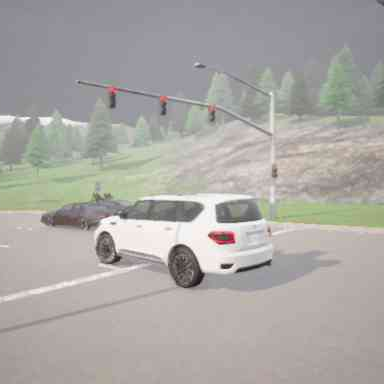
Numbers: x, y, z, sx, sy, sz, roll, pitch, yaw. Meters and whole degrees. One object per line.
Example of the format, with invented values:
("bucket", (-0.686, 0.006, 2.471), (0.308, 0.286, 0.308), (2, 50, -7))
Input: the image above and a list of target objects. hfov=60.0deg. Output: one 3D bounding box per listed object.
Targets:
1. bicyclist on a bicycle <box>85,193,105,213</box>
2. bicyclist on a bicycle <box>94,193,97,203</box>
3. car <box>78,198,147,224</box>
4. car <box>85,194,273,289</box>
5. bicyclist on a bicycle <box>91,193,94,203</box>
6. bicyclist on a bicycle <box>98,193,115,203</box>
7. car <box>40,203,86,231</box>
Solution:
("bicyclist on a bicycle", (-8.420, 0.914, 29.018), (0.582, 1.620, 1.656), (0, 1, 31))
("bicyclist on a bicycle", (-7.281, 0.908, 28.319), (0.582, 1.620, 1.656), (0, 1, 32))
("car", (-5.341, 1.212, 22.142), (4.674, 1.442, 1.812), (0, 1, 34))
("car", (-0.512, 1.066, 9.074), (2.150, 2.045, 5.566), (-1, 1, -44))
("bicyclist on a bicycle", (-8.039, 0.912, 28.786), (0.582, 1.620, 1.656), (0, 1, 31))
("bicyclist on a bicycle", (-6.903, 0.907, 28.084), (0.582, 1.620, 1.656), (0, 1, 32))
("car", (-6.238, 1.309, 18.723), (5.357, 1.411, 2.033), (0, 1, 33))
